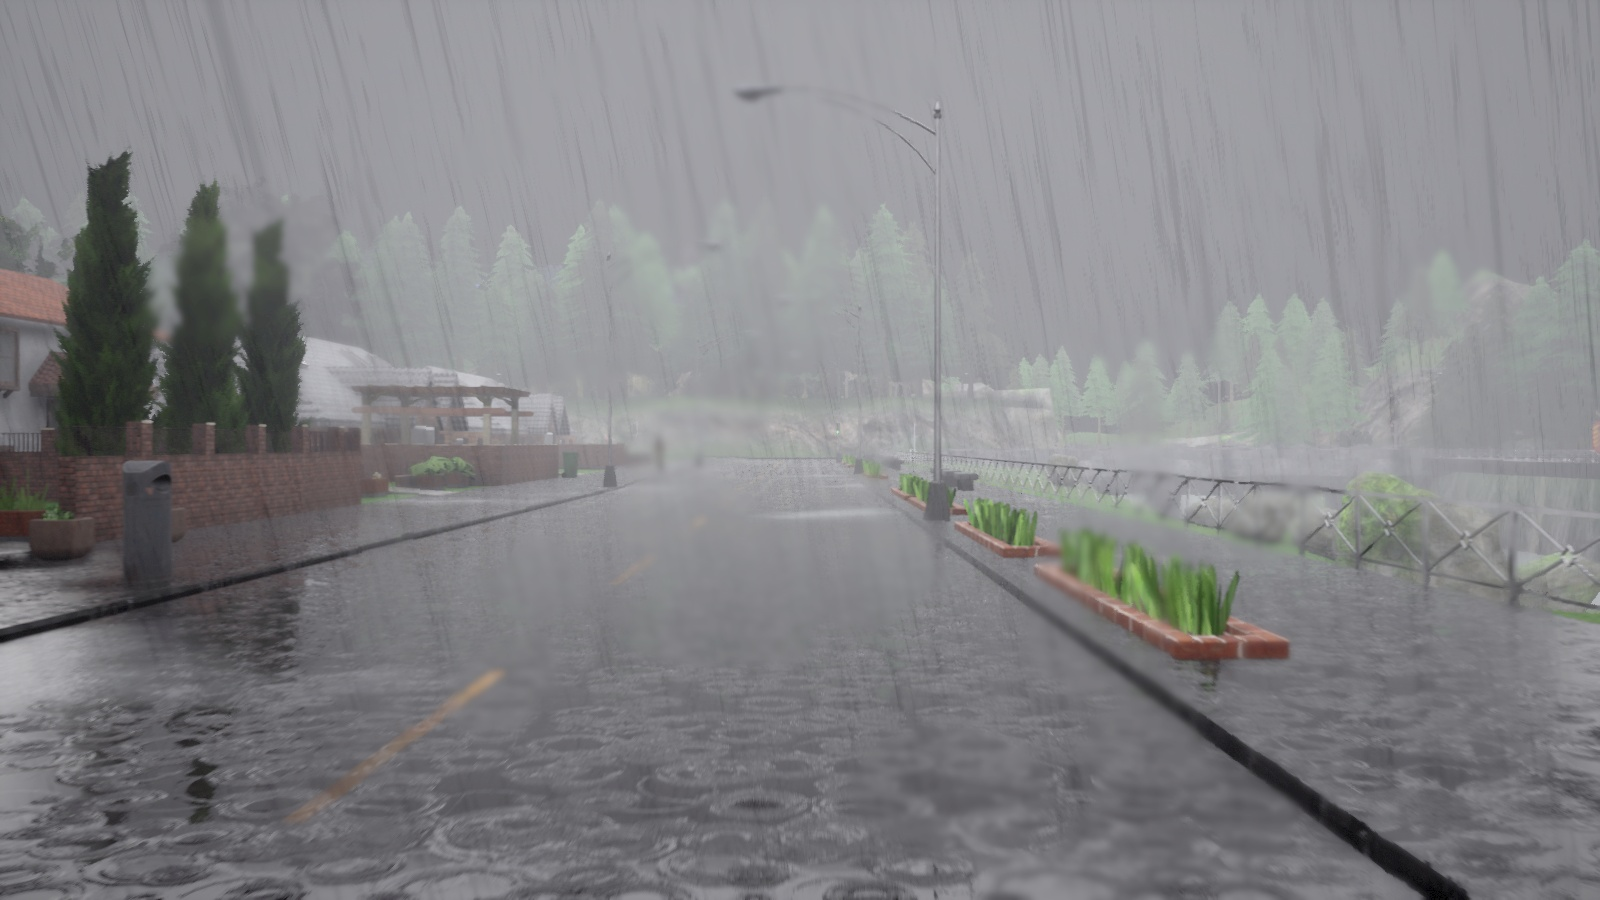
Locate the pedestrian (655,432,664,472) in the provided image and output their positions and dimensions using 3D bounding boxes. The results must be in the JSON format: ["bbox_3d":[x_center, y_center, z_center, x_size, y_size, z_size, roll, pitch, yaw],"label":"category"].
[{"bbox_3d":[-6.860,0.105,61.349,0.396,1.930,0.692,0,0,1],"label":"pedestrian"}]
